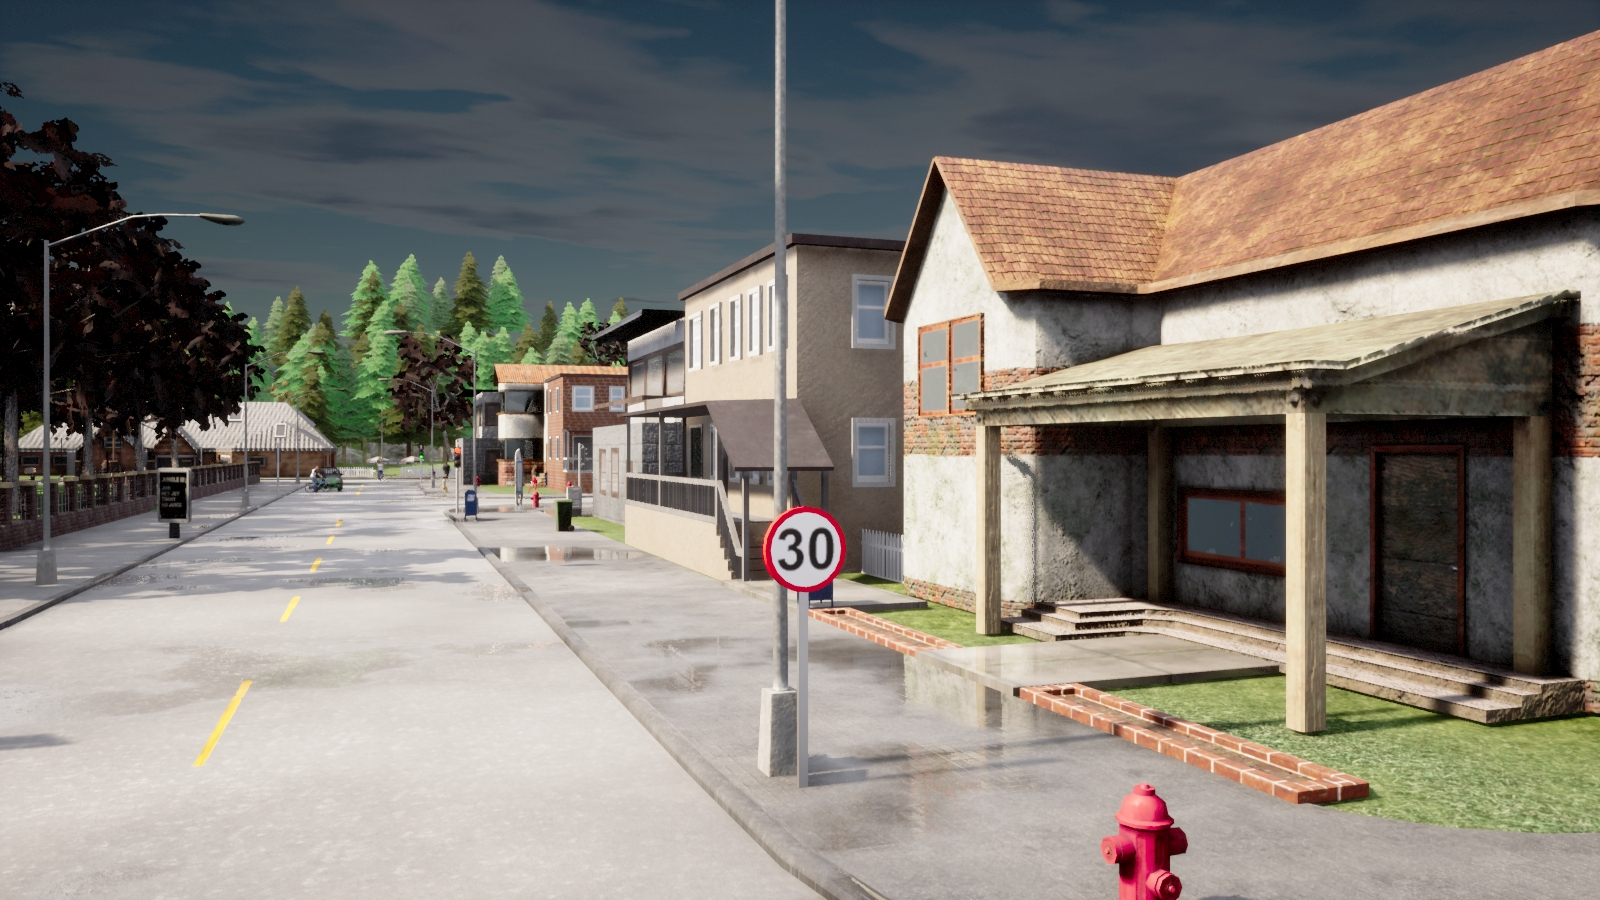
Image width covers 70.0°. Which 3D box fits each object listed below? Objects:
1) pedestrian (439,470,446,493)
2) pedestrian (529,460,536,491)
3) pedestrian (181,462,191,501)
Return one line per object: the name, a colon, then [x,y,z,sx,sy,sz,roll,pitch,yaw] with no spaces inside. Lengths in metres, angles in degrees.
pedestrian: [-20.963,1.844,67.067,0.375,1.300,0.375,0,0,-20]
pedestrian: [-16.195,1.516,69.129,0.375,1.860,0.375,0,0,-11]
pedestrian: [-29.515,1.525,54.942,0.375,1.860,0.375,0,0,-20]
